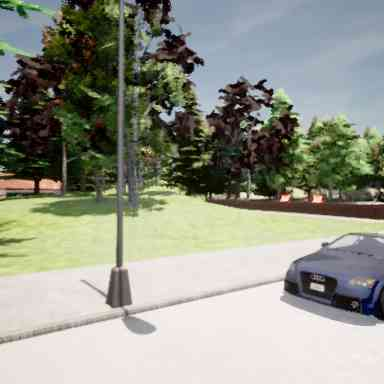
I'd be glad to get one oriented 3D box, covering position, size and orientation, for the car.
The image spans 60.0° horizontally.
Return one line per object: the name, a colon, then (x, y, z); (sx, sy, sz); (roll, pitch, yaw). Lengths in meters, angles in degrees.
car: (3.989, 1.631, 7.435); (4.181, 1.385, 1.994); (1, 0, -35)
